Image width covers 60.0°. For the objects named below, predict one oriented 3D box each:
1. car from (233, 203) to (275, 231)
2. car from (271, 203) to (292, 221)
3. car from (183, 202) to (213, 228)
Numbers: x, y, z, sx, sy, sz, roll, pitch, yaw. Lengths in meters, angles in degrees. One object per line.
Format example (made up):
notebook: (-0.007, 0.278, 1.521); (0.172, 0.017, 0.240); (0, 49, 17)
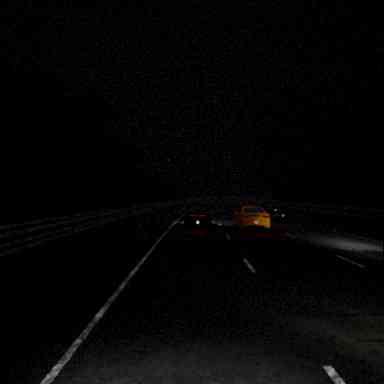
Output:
car: (3.888, 1.659, 22.247); (1.882, 1.535, 5.008); (0, 0, 1)
car: (7.598, 1.754, 29.875); (2.128, 1.511, 4.902); (0, 0, 2)
car: (0.427, 1.701, 23.784); (1.837, 1.490, 4.892); (0, 0, 1)
